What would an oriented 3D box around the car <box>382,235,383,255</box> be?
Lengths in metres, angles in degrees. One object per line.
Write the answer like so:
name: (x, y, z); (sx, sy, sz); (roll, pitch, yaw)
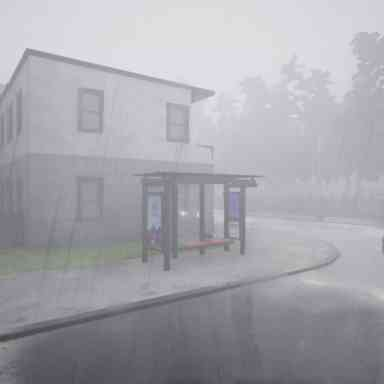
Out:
car: (8.277, 1.222, 10.557); (5.566, 2.045, 2.150); (0, 0, -36)
